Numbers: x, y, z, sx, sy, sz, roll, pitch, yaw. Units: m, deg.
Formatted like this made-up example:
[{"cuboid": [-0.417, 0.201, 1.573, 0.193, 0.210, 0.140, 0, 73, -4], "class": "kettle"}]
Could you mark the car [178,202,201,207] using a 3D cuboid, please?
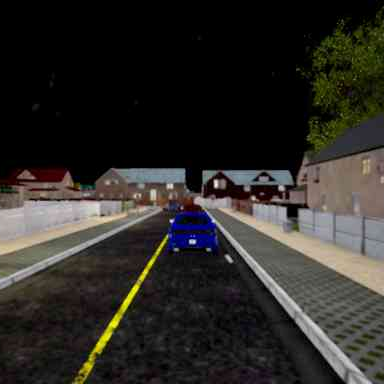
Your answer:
[{"cuboid": [0.053, 1.789, 29.236, 1.882, 1.535, 5.008, 0, 0, 1], "class": "car"}]

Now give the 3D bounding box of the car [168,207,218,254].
[{"cuboid": [0.040, 1.630, 14.252, 1.882, 1.535, 5.008, 0, 0, 0], "class": "car"}]

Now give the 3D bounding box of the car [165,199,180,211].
[{"cuboid": [-2.729, 1.867, 48.624, 2.097, 1.767, 4.553, 0, 0, 0], "class": "car"}]
